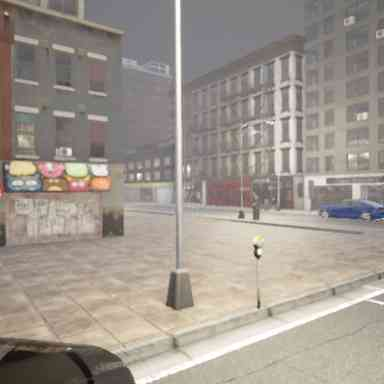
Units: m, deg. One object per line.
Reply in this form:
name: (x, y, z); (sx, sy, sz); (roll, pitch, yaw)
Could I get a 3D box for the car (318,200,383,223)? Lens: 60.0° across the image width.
car: (11.619, 1.305, 24.044); (1.882, 1.535, 5.008); (0, 0, -35)

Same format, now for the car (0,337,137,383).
car: (-2.216, 1.576, 1.232); (4.313, 1.339, 1.947); (-1, 0, -36)
